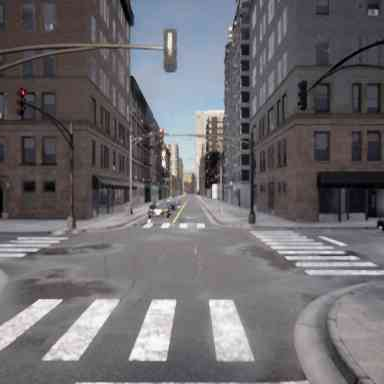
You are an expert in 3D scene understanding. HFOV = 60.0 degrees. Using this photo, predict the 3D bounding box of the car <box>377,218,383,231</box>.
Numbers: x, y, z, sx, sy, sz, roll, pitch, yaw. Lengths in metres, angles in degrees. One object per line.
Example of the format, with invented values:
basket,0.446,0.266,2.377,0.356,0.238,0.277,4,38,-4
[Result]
car,12.375,1.564,17.987,4.313,1.339,1.947,0,0,0

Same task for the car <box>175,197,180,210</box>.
car,-2.830,1.620,40.414,1.895,1.301,4.718,0,0,0

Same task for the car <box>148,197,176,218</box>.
car,-2.842,1.501,30.111,2.128,1.511,4.902,0,0,0
